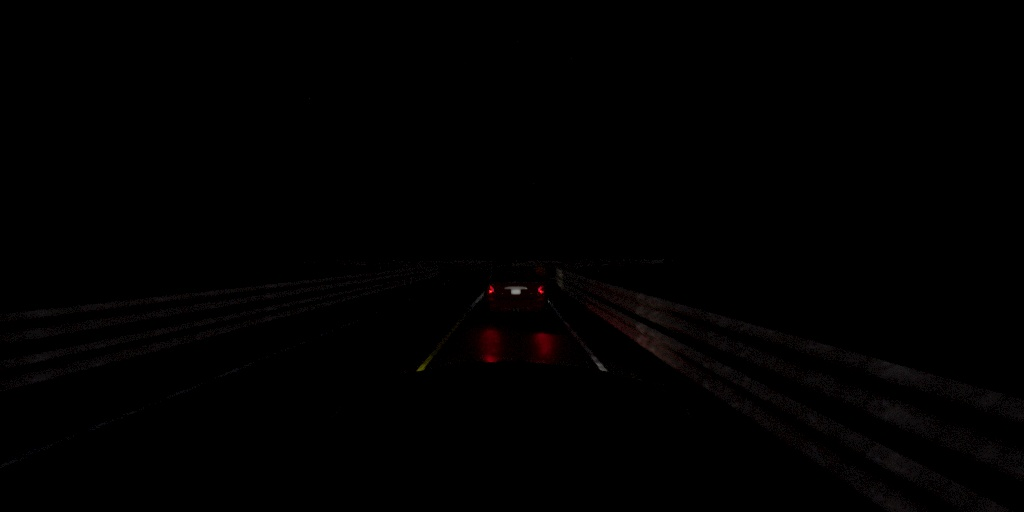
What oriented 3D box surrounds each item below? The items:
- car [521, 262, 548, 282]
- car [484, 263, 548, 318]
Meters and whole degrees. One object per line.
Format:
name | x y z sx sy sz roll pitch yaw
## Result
car | 2.128 1.373 32.581 1.882 1.535 5.008 0 0 11
car | 0.176 1.159 13.412 2.097 1.767 4.553 0 0 1
